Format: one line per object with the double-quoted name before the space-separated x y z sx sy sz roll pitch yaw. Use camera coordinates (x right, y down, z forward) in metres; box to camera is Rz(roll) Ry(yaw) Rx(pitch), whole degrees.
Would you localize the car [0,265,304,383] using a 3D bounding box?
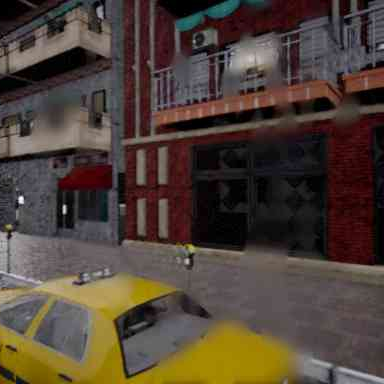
"car" -1.278 1.528 3.793 4.829 1.417 1.752 0 0 35
